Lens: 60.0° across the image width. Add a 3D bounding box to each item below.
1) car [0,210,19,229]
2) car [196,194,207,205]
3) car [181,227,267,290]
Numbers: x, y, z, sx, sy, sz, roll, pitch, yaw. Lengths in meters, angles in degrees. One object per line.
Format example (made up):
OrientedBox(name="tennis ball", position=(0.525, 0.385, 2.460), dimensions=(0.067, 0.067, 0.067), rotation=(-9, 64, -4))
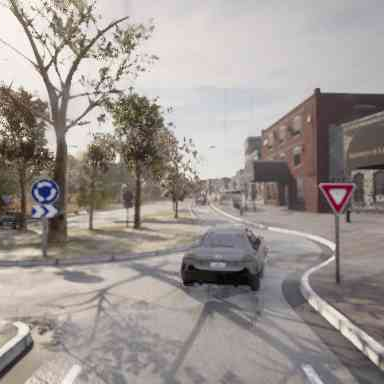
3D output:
OrientedBox(name="car", position=(-15.374, 1.980, 24.304), dimensions=(2.128, 1.511, 4.902), rotation=(-2, -2, 39))
OrientedBox(name="car", position=(1.731, 1.755, 66.580), dimensions=(1.837, 1.490, 4.892), rotation=(0, 0, 3))
OrientedBox(name="car", position=(1.091, 1.697, 9.625), dimensions=(1.994, 1.385, 4.181), rotation=(0, -1, 14))
